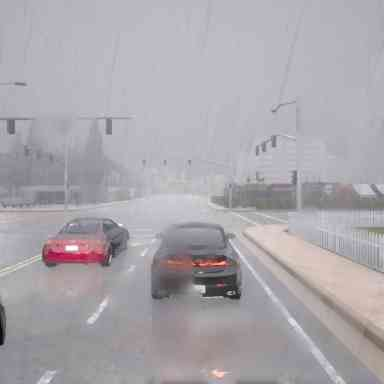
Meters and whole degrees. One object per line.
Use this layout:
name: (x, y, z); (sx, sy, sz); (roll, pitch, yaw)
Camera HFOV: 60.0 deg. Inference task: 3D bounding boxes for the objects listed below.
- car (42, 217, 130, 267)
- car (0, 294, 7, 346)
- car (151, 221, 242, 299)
car: (-3.418, 1.564, 11.451); (1.994, 1.385, 4.181); (0, 0, 0)
car: (-3.408, 1.492, 2.543); (2.128, 1.511, 4.902); (0, 0, 0)
car: (0.087, 1.505, 8.413); (1.837, 1.490, 4.892); (0, 0, 0)
